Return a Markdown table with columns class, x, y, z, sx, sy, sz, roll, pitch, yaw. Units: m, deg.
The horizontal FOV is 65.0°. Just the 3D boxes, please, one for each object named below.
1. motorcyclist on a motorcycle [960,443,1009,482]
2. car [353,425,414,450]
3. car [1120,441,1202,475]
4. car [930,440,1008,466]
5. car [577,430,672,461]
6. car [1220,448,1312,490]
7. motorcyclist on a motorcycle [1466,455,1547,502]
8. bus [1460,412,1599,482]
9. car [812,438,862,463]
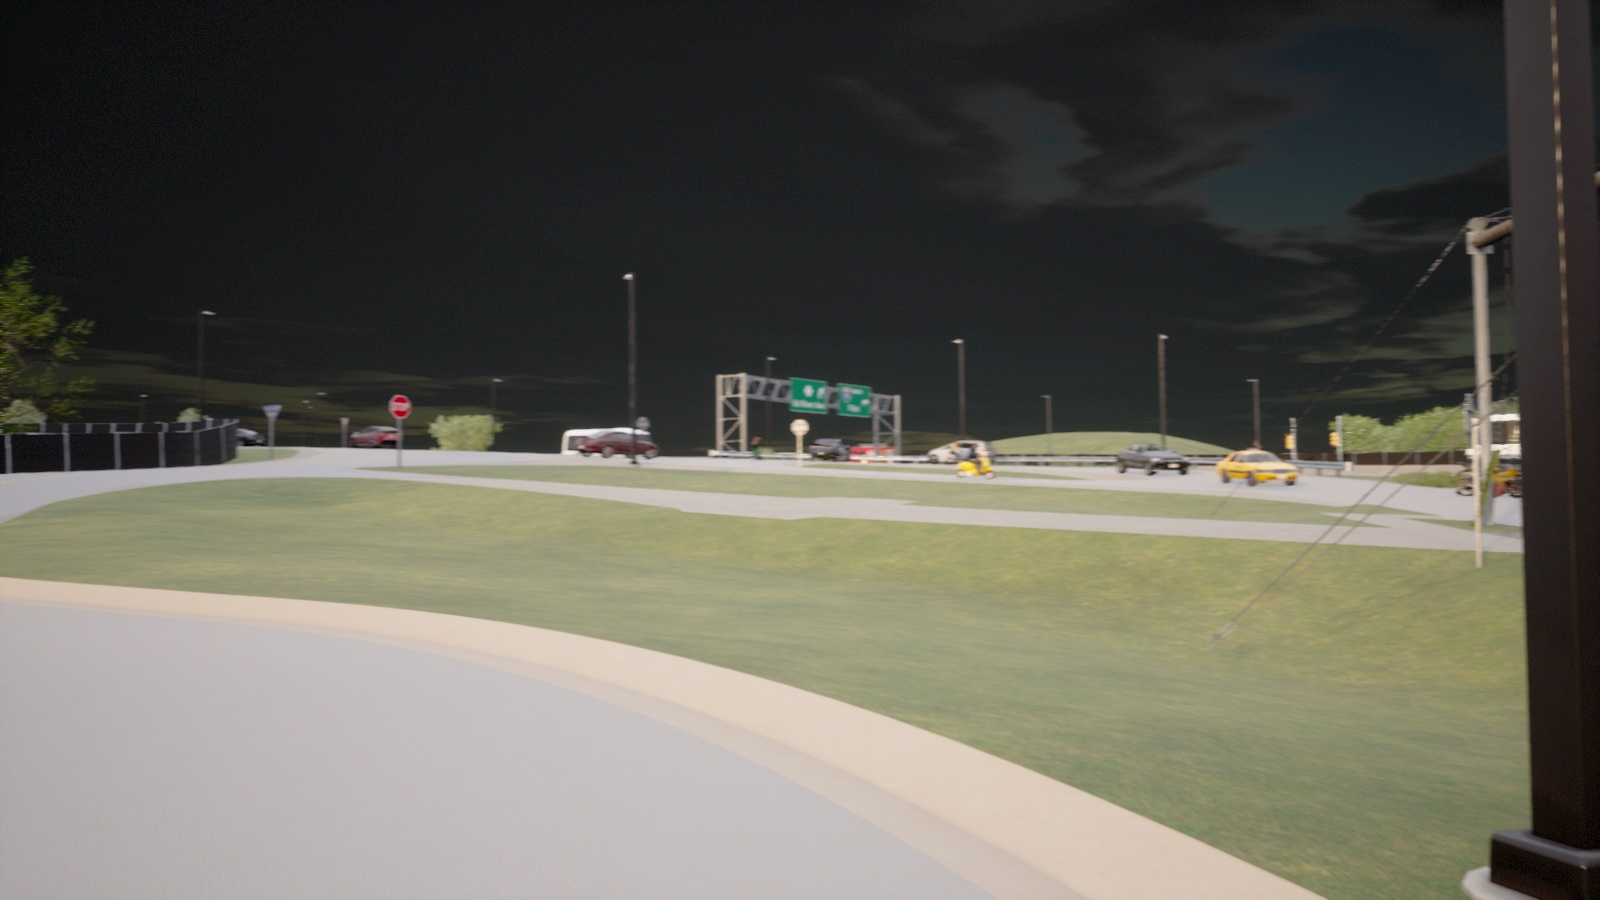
| class | x | y | z | sx | sy | sz | roll | pitch | yaw |
| --- | --- | --- | --- | --- | --- | --- | --- | --- | --- |
| motorcyclist on a motorcycle | 7.844 | 0.514 | 53.388 | 1.817 | 1.590 | 0.866 | 2 | 0 | 35 |
| car | -27.209 | -0.821 | 82.036 | 2.007 | 1.525 | 4.514 | 2 | -1 | -43 |
| car | 18.743 | 0.390 | 65.419 | 2.152 | 1.651 | 5.027 | -1 | 1 | -10 |
| car | 11.259 | 0.198 | 83.898 | 4.611 | 1.667 | 2.242 | 1 | 0 | 35 |
| car | -9.078 | -0.226 | 65.246 | 1.812 | 1.442 | 4.674 | 3 | 0 | 44 |
| car | 19.530 | 0.744 | 52.874 | 1.801 | 1.575 | 5.366 | -1 | 1 | -1 |
| motorcyclist on a motorcycle | 23.556 | 0.934 | 41.892 | 2.191 | 1.530 | 0.866 | 0 | -1 | 43 |
| bus | 47.680 | -0.113 | 79.223 | 10.273 | 4.253 | 3.944 | -1 | -2 | 34 |
| car | 2.450 | 0.056 | 81.537 | 2.128 | 1.511 | 4.902 | 2 | 0 | 15 |
